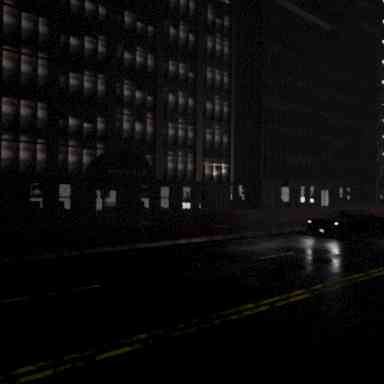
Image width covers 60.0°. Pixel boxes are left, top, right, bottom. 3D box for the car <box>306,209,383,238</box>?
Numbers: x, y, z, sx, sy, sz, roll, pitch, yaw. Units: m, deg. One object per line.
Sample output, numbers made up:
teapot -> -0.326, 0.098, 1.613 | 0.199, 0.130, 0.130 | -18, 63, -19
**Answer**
car -> 8.098, 1.562, 17.390 | 4.718, 1.301, 1.895 | 0, 0, -35
